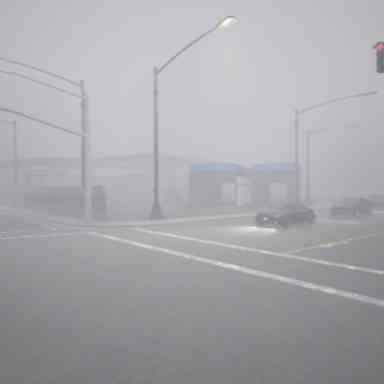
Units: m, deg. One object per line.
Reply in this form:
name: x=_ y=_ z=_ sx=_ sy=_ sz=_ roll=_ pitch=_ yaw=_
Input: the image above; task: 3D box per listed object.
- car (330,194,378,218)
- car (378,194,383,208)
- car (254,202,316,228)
car: x=12.614 y=1.124 z=26.165 sx=1.882 sy=1.535 sz=5.008 roll=0 pitch=1 yaw=44
car: x=18.879 y=1.021 z=34.086 sx=1.837 sy=1.490 sz=4.892 roll=0 pitch=1 yaw=30
car: x=5.706 y=1.322 z=20.245 sx=4.181 sy=1.385 sz=1.994 roll=-1 pitch=1 yaw=-39
